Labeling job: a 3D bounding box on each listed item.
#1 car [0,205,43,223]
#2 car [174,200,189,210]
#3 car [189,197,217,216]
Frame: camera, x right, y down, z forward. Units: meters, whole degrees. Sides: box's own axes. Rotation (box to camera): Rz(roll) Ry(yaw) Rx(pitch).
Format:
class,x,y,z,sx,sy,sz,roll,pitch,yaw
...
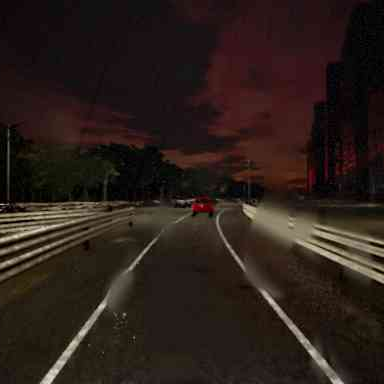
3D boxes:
class,x,y,z,sx,sy,sz,roll,pitch,yaw
car,-12.191,1.610,22.280,1.837,1.490,4.892,0,-1,18
car,-1.417,2.118,56.296,2.033,1.411,5.357,0,-1,18
car,1.322,1.625,37.295,2.150,2.045,5.566,0,-1,6
